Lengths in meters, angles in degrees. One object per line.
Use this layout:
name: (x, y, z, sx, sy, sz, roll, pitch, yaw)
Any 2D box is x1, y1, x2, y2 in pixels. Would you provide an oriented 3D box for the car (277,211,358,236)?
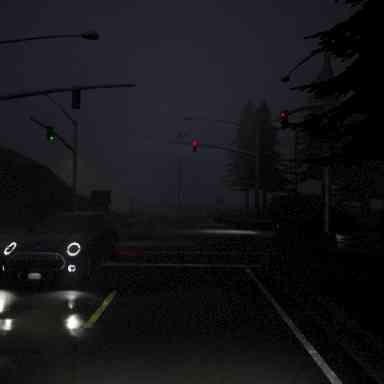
car: (7.982, 1.962, 21.337, 4.902, 1.511, 2.128, 0, -1, 2)

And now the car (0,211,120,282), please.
car: (-3.677, 1.427, 10.111, 2.097, 1.767, 4.553, 0, -1, 1)
